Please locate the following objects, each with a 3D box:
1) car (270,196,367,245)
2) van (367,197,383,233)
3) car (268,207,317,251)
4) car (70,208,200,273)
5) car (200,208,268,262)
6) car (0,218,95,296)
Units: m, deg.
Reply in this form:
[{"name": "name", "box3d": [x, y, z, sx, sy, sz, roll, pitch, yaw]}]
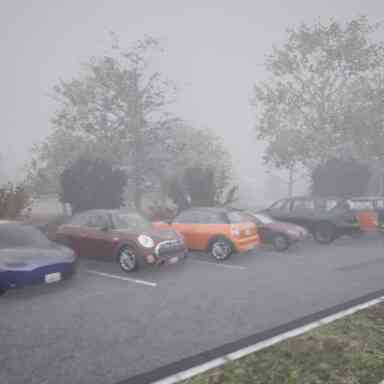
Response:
[{"name": "car", "box3d": [4.937, 1.241, 15.902, 5.566, 2.045, 2.435, -1, 0, 35]}, {"name": "van", "box3d": [7.484, 1.265, 17.551, 4.442, 1.987, 1.878, -1, -1, 35]}, {"name": "car", "box3d": [2.540, 1.532, 14.162, 4.674, 1.452, 2.002, -1, -1, 35]}, {"name": "car", "box3d": [-2.335, 1.367, 10.728, 4.553, 1.767, 2.185, -1, -1, 35]}, {"name": "car", "box3d": [0.137, 1.366, 12.412, 4.553, 1.767, 2.185, -1, 0, 35]}, {"name": "car", "box3d": [-5.048, 1.521, 8.729, 4.792, 1.488, 2.163, -1, -1, 35]}]
